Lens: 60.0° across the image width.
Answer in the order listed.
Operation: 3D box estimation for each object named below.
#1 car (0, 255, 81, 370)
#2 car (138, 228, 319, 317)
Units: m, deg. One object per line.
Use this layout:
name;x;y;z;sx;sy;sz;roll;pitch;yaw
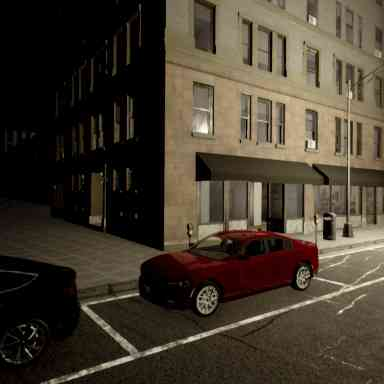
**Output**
car;-3.635;1.566;4.166;4.313;1.339;1.947;0;1;-35
car;0.987;1.545;7.455;4.507;1.381;1.887;0;1;-35
